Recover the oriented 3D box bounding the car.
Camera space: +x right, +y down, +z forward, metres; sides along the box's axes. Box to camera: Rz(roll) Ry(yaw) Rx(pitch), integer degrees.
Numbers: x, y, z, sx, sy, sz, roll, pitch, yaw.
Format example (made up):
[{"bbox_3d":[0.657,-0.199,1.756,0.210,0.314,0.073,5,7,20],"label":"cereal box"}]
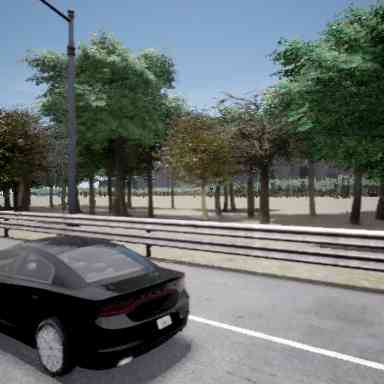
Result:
[{"bbox_3d":[-2.363,1.515,5.674,5.008,1.535,1.882,0,0,35],"label":"car"}]
